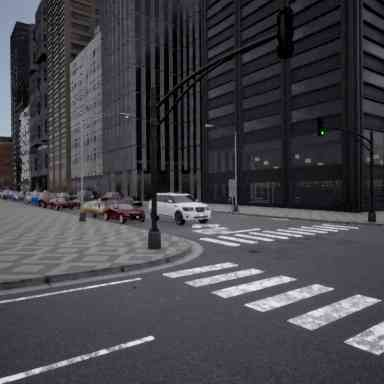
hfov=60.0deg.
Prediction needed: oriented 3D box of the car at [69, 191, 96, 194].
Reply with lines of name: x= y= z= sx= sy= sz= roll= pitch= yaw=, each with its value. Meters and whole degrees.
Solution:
car: x=-15.679 y=0.799 z=48.877 sx=2.150 sy=2.045 sz=5.566 roll=-1 pitch=1 yaw=-38

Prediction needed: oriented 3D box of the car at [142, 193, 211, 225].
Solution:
car: x=-1.036 y=1.085 z=23.331 sx=2.150 sy=2.045 sz=5.566 roll=-1 pitch=1 yaw=-36

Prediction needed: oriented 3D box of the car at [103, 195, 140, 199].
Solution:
car: x=-7.046 y=1.328 z=31.630 sx=2.033 sy=1.411 sz=5.357 roll=-1 pitch=1 yaw=-35

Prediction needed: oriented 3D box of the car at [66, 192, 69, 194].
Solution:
car: x=-21.858 y=0.830 z=57.331 sx=2.097 sy=1.767 sz=4.553 roll=-1 pitch=1 yaw=-36

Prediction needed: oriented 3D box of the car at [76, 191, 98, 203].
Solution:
car: x=-17.852 y=0.793 z=56.367 sx=2.192 sy=1.841 sz=5.009 roll=0 pitch=1 yaw=-36

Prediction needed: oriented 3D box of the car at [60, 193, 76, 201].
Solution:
car: x=-24.456 y=0.948 z=65.476 sx=1.802 sy=1.307 sz=4.206 roll=0 pitch=1 yaw=-36

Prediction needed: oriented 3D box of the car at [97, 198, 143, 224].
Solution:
car: x=-4.946 y=1.416 z=24.045 sx=1.887 sy=1.381 sz=4.507 roll=0 pitch=1 yaw=-36

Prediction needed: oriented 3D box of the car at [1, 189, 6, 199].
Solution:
car: x=-37.963 y=0.663 z=69.579 sx=2.192 sy=1.841 sz=5.009 roll=0 pitch=1 yaw=-36

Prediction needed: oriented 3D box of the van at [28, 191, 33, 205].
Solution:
van: x=-21.454 y=0.969 z=46.812 sx=1.690 sy=1.788 sz=3.998 roll=0 pitch=1 yaw=-36

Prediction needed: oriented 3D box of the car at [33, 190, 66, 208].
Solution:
car: x=-18.153 y=0.995 z=42.258 sx=2.192 sy=1.841 sz=5.009 roll=0 pitch=1 yaw=-36

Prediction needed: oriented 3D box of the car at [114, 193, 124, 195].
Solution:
car: x=-7.948 y=1.199 z=42.709 sx=1.947 sy=1.339 sz=4.313 roll=0 pitch=1 yaw=-36

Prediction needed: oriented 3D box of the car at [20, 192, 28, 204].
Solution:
car: x=-24.757 y=1.125 z=51.367 sx=2.008 sy=1.369 sz=4.403 roll=0 pitch=1 yaw=-36

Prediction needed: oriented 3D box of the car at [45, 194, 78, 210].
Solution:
car: x=-14.851 y=1.275 z=37.706 sx=1.887 sy=1.381 sz=4.507 roll=0 pitch=1 yaw=-36

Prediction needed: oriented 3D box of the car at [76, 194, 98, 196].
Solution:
car: x=-12.935 y=1.258 z=39.778 sx=1.994 sy=1.385 sz=4.181 roll=-1 pitch=1 yaw=-35

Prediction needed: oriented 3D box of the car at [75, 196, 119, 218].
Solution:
car: x=-8.148 y=1.352 z=28.461 sx=1.752 sy=1.417 sz=4.829 roll=0 pitch=1 yaw=-36

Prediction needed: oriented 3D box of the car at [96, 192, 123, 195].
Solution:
car: x=-11.249 y=0.898 z=47.260 sx=2.192 sy=1.841 sz=5.009 roll=0 pitch=1 yaw=-36

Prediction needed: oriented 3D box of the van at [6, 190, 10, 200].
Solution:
van: x=-34.661 y=0.747 z=65.026 sx=1.690 sy=1.788 sz=3.998 roll=0 pitch=1 yaw=-36

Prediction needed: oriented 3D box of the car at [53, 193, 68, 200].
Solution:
car: x=-27.758 y=0.853 z=70.029 sx=1.887 sy=1.381 sz=4.507 roll=0 pitch=1 yaw=-36

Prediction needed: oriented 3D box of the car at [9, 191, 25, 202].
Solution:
car: x=-31.360 y=0.903 z=60.474 sx=1.967 sy=1.590 sz=4.097 roll=0 pitch=1 yaw=-36

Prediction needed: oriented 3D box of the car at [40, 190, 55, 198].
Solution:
car: x=-34.360 y=0.509 z=79.133 sx=2.192 sy=1.841 sz=5.009 roll=0 pitch=1 yaw=-36
